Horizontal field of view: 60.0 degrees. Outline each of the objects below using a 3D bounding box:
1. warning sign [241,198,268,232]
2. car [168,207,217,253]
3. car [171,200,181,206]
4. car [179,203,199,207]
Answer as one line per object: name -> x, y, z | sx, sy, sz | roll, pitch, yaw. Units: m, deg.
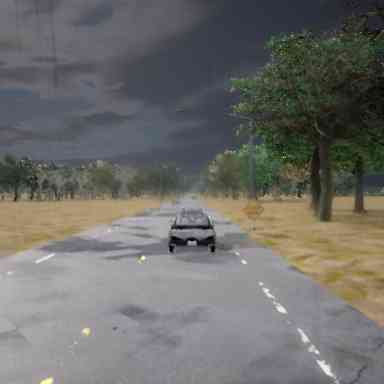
warning sign -> 3.542, 1.300, 19.020 | 1.300, 1.860, 1.060 | -1, -2, 0
car -> 0.015, 1.631, 14.319 | 2.128, 1.511, 4.902 | 0, 0, 0
car -> -3.450, 2.271, 71.805 | 1.895, 1.301, 4.718 | 0, -1, 0
car -> 0.022, 1.882, 29.139 | 1.895, 1.301, 4.718 | 0, -1, 0
